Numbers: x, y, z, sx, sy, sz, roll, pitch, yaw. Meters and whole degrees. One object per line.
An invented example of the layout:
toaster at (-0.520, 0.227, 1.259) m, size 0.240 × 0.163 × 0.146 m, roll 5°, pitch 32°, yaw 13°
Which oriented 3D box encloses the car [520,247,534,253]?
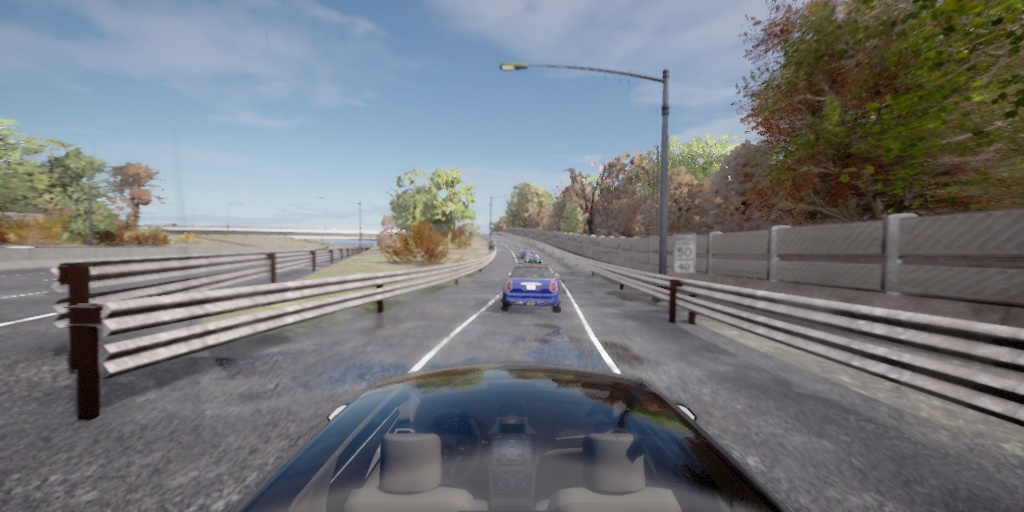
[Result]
car at (2.262, -0.569, 53.478) m, size 2.097 × 1.767 × 4.553 m, roll 1°, pitch 4°, yaw -2°

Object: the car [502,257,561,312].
car at (0.841, 1.098, 14.568) m, size 2.097 × 1.767 × 4.553 m, roll 1°, pitch 0°, yaw 5°

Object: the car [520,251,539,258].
car at (2.333, 0.427, 42.806) m, size 1.895 × 1.301 × 4.718 m, roll 1°, pitch 3°, yaw 0°
